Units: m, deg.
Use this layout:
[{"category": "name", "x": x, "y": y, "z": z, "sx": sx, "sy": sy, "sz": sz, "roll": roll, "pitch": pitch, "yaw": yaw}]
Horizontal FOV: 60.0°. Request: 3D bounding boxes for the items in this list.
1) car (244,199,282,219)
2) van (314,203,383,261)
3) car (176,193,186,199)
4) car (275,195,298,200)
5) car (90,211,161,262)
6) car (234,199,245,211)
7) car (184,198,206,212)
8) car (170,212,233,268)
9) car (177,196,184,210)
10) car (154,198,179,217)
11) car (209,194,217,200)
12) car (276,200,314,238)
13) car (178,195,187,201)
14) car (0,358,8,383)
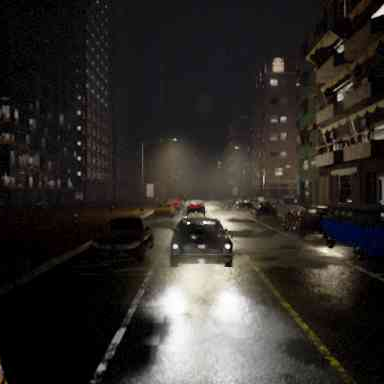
[{"category": "car", "x": 6.072, "y": 1.491, "z": 28.511, "sx": 2.008, "sy": 1.369, "sz": 4.403, "roll": 0, "pitch": 0, "yaw": 0}, {"category": "van", "x": 6.058, "y": 1.316, "z": 11.913, "sx": 1.690, "sy": 1.788, "sz": 3.998, "roll": 0, "pitch": 0, "yaw": 0}, {"category": "car", "x": -2.272, "y": 1.194, "z": 71.972, "sx": 2.192, "sy": 1.841, "sz": 5.009, "roll": 0, "pitch": 0, "yaw": 0}, {"category": "car", "x": 16.835, "y": 1.238, "z": 58.973, "sx": 4.403, "sy": 1.369, "sz": 2.008, "roll": -1, "pitch": 1, "yaw": -1}, {"category": "car", "x": -2.323, "y": 1.554, "z": 11.922, "sx": 1.802, "sy": 1.307, "sz": 4.206, "roll": 0, "pitch": 0, "yaw": 0}, {"category": "car", "x": 6.081, "y": 1.472, "z": 39.577, "sx": 2.008, "sy": 1.369, "sz": 4.403, "roll": 0, "pitch": 0, "yaw": 0}, {"category": "car", "x": 0.387, "y": 1.530, "z": 33.343, "sx": 1.895, "sy": 1.301, "sz": 4.718, "roll": 0, "pitch": 0, "yaw": 0}, {"category": "car", "x": 0.269, "y": 1.575, "z": 11.320, "sx": 1.895, "sy": 1.301, "sz": 4.718, "roll": 0, "pitch": 0, "yaw": 0}, {"category": "car", "x": -2.299, "y": 1.463, "z": 39.584, "sx": 1.887, "sy": 1.381, "sz": 4.507, "roll": 0, "pitch": 0, "yaw": 0}, {"category": "car", "x": -2.308, "y": 1.464, "z": 28.349, "sx": 1.752, "sy": 1.417, "sz": 4.829, "roll": 0, "pitch": 0, "yaw": 0}, {"category": "car", "x": 6.128, "y": 1.430, "z": 94.056, "sx": 1.947, "sy": 1.339, "sz": 4.313, "roll": 0, "pitch": 0, "yaw": 0}, {"category": "car", "x": 6.062, "y": 1.404, "z": 17.446, "sx": 1.967, "sy": 1.590, "sz": 4.097, "roll": 0, "pitch": 0, "yaw": 0}, {"category": "car", "x": -2.267, "y": 1.440, "z": 77.496, "sx": 1.947, "sy": 1.339, "sz": 4.313, "roll": 0, "pitch": 0, "yaw": 0}, {"category": "car", "x": -2.332, "y": 1.522, "z": 0.686, "sx": 1.752, "sy": 1.417, "sz": 4.829, "roll": 0, "pitch": 0, "yaw": 0}]
